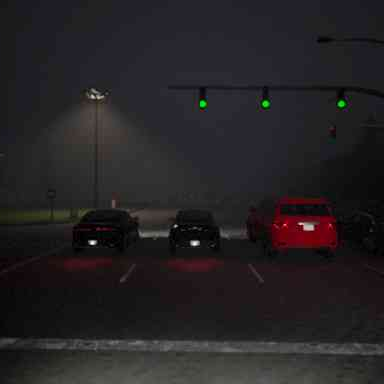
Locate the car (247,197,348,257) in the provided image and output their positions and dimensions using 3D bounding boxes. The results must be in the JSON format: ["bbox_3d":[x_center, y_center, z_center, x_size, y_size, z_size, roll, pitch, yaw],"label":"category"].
[{"bbox_3d":[3.598,1.185,12.917,2.150,2.045,5.566,0,0,0],"label":"car"}]

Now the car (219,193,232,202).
[{"bbox_3d":[6.997,1.311,66.972,1.837,1.490,4.892,0,0,0],"label":"car"}]

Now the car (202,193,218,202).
[{"bbox_3d":[3.497,1.160,67.358,2.097,1.767,4.553,0,0,0],"label":"car"}]

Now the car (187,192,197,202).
[{"bbox_3d":[-0.003,1.302,66.972,2.128,1.511,4.902,0,0,0],"label":"car"}]

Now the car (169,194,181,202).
[{"bbox_3d":[-3.503,1.333,67.388,1.812,1.442,4.674,0,0,0],"label":"car"}]

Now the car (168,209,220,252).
[{"bbox_3d":[0.098,1.465,13.634,1.837,1.490,4.892,0,0,0],"label":"car"}]

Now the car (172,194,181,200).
[{"bbox_3d":[-3.503,1.207,77.421,1.895,1.301,4.718,0,0,0],"label":"car"}]

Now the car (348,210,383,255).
[{"bbox_3d":[7.097,1.454,13.054,2.128,1.511,4.902,0,0,0],"label":"car"}]

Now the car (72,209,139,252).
[{"bbox_3d":[-3.401,1.465,13.820,1.837,1.490,4.892,0,0,0],"label":"car"}]

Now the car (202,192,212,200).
[{"bbox_3d":[3.497,0.967,77.361,2.097,1.767,4.553,0,0,0],"label":"car"}]
